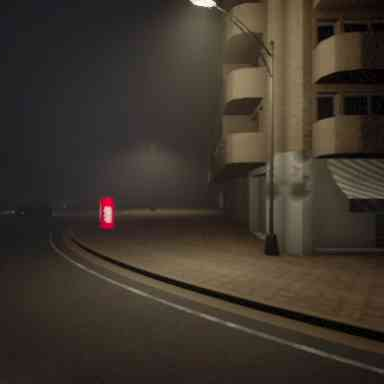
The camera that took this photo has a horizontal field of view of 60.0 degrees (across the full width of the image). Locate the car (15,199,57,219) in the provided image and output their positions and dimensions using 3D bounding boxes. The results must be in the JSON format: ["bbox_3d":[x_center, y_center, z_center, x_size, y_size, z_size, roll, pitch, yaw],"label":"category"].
[{"bbox_3d":[-14.645,1.663,31.005,1.812,1.442,4.674,0,0,-1],"label":"car"}]

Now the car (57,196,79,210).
[{"bbox_3d":[-18.052,1.554,47.507,2.150,2.045,5.566,0,0,1],"label":"car"}]

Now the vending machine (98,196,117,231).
[{"bbox_3d":[-5.242,1.305,20.605,1.100,2.100,0.880,0,0,-18],"label":"vending machine"}]
